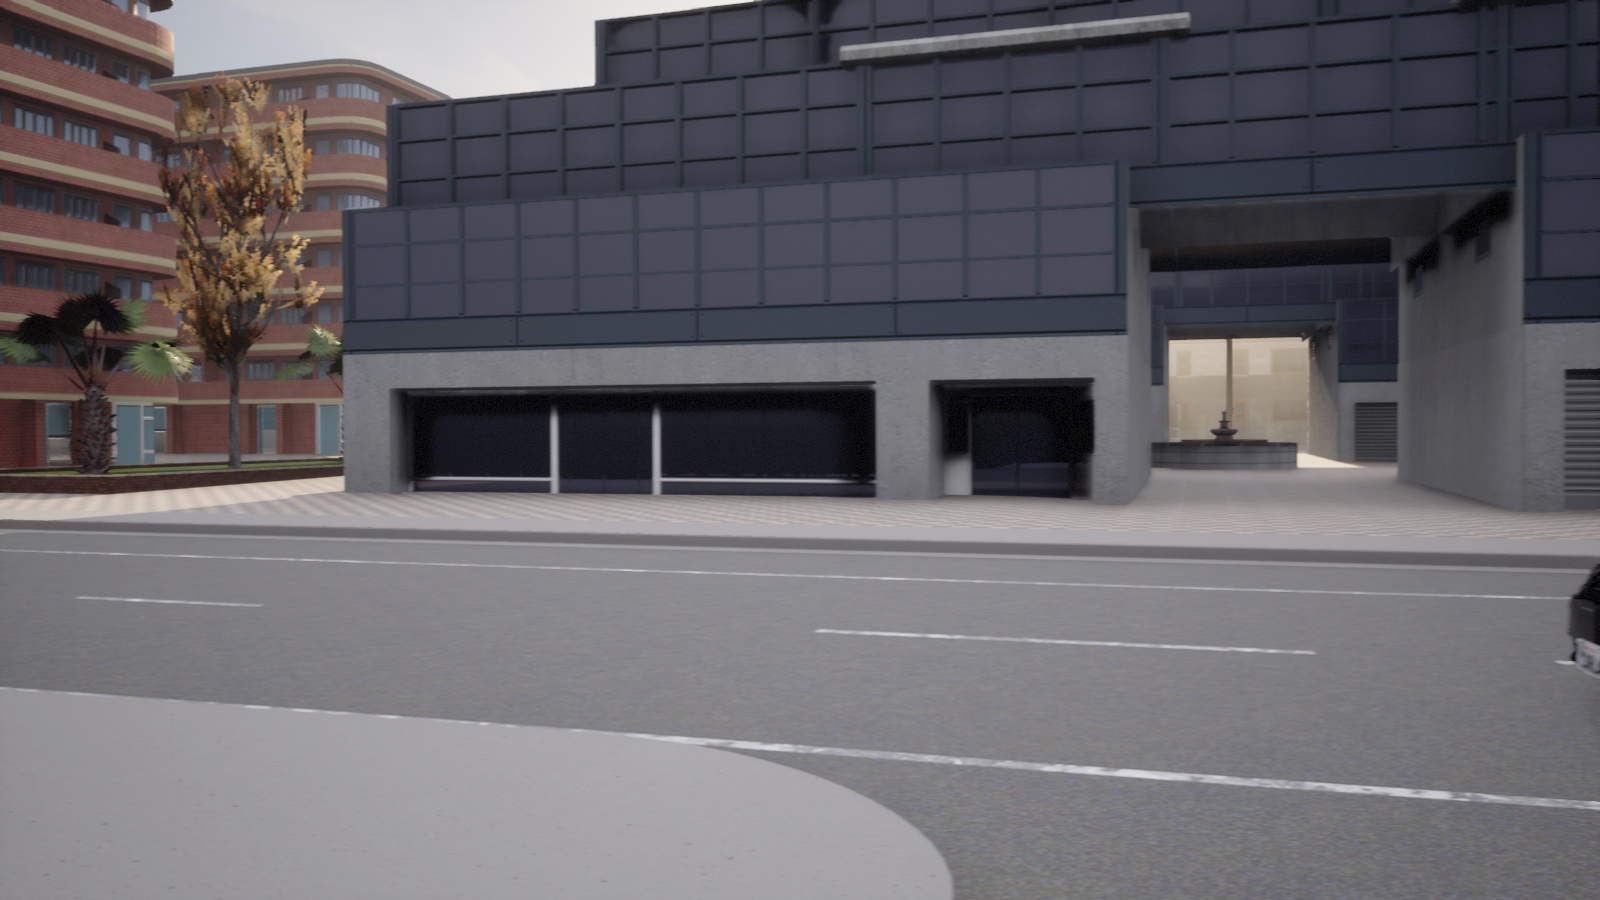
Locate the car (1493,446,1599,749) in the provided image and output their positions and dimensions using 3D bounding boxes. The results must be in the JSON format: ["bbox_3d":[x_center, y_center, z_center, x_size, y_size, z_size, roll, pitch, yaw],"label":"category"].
[{"bbox_3d":[6.426,0.750,6.232,4.792,1.488,2.163,0,1,12],"label":"car"}]
